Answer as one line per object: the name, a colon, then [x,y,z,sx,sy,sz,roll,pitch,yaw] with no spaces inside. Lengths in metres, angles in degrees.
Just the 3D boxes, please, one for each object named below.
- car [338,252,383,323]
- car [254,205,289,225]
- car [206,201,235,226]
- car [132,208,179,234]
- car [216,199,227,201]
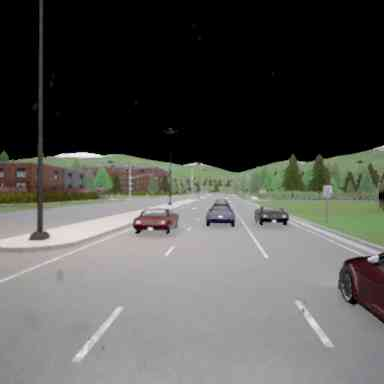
car: [4.046,1.580,5.453,1.994,1.385,4.181,0,0,3]
car: [5.553,1.606,23.793,1.895,1.301,4.718,0,0,5]
car: [2.014,1.551,23.462,1.994,1.385,4.181,0,0,5]
car: [-1.903,1.571,19.041,1.895,1.301,4.718,0,0,5]
car: [3.429,1.526,39.076,2.033,1.411,5.357,0,0,5]
